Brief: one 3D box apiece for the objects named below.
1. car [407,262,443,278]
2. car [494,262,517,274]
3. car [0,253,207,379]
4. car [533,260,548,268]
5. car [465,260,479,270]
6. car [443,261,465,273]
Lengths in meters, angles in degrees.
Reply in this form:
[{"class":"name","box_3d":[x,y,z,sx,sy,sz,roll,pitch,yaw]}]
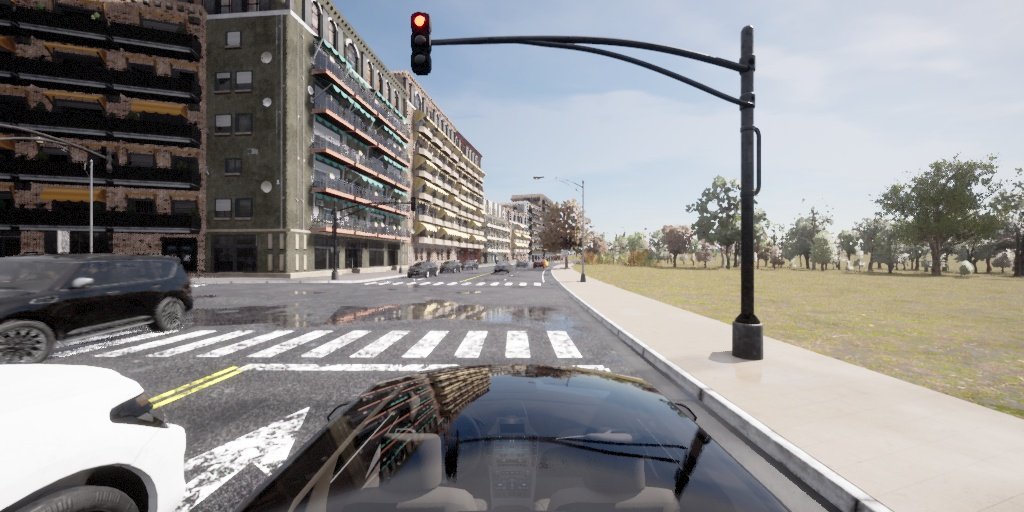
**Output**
[{"class":"car","box_3d":[-8.504,1.310,34.511,1.837,1.490,4.892,0,0,5]},{"class":"car","box_3d":[-0.994,1.388,43.470,2.033,1.411,5.357,0,0,6]},{"class":"car","box_3d":[-9.726,0.975,7.747,2.150,2.045,5.566,1,0,-9]},{"class":"car","box_3d":[4.865,1.409,63.842,1.882,1.535,5.008,0,0,9]},{"class":"car","box_3d":[-6.407,1.374,54.929,2.128,1.511,4.902,0,0,7]},{"class":"car","box_3d":[-7.593,1.347,44.608,1.837,1.490,4.892,0,0,6]}]
